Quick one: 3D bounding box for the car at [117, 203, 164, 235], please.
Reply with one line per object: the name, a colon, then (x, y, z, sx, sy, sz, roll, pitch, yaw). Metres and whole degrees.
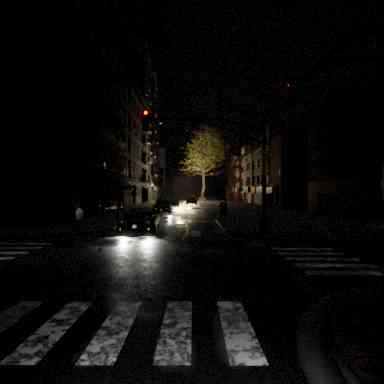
car: (-2.898, 1.556, 18.685, 1.994, 1.385, 4.181, 0, 0, 0)

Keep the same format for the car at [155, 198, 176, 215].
car: (-2.934, 1.487, 33.792, 1.837, 1.490, 4.892, 0, 0, 0)

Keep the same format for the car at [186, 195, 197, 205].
car: (-0.052, 1.454, 59.363, 1.882, 1.535, 5.008, 0, 0, 0)

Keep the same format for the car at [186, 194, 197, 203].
car: (-0.077, 1.329, 69.338, 2.097, 1.767, 4.553, 0, 0, 0)

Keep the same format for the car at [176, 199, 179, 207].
car: (-2.959, 1.540, 50.047, 1.994, 1.385, 4.181, 0, 0, 0)
